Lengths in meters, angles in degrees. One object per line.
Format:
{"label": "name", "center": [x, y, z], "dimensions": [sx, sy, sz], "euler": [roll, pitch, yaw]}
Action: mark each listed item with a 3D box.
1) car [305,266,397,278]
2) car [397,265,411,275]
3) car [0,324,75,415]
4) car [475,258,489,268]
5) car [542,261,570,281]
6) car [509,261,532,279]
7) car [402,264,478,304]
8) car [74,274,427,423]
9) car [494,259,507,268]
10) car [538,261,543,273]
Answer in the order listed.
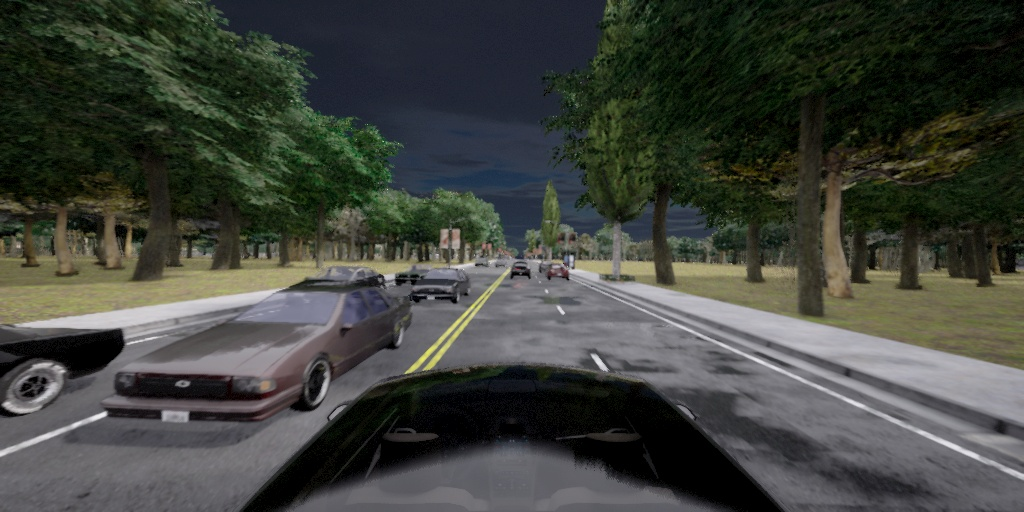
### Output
{"label": "car", "center": [-6.375, 1.125, 13.575], "dimensions": [2.128, 1.511, 4.902], "euler": [1, 0, 1]}
{"label": "car", "center": [-6.102, 1.249, 23.634], "dimensions": [1.895, 1.301, 4.718], "euler": [1, 0, 2]}
{"label": "car", "center": [-6.640, 1.222, 2.981], "dimensions": [1.895, 1.301, 4.718], "euler": [1, 0, 1]}
{"label": "car", "center": [-5.149, 1.060, 61.609], "dimensions": [2.097, 1.767, 4.553], "euler": [1, 0, 2]}
{"label": "car", "center": [4.019, 1.380, 32.177], "dimensions": [1.812, 1.442, 4.674], "euler": [1, 0, 1]}
{"label": "car", "center": [0.802, 1.298, 33.536], "dimensions": [1.837, 1.490, 4.892], "euler": [1, 0, 1]}
{"label": "car", "center": [-3.048, 1.249, 16.512], "dimensions": [2.033, 1.411, 5.357], "euler": [1, 0, 2]}
{"label": "car", "center": [-3.306, 1.236, 6.279], "dimensions": [2.033, 1.411, 5.357], "euler": [1, 0, 2]}
{"label": "car", "center": [-1.910, 1.278, 61.467], "dimensions": [1.837, 1.490, 4.892], "euler": [1, 0, 2]}
{"label": "car", "center": [4.363, 1.367, 46.374], "dimensions": [2.128, 1.511, 4.902], "euler": [1, 0, 2]}
